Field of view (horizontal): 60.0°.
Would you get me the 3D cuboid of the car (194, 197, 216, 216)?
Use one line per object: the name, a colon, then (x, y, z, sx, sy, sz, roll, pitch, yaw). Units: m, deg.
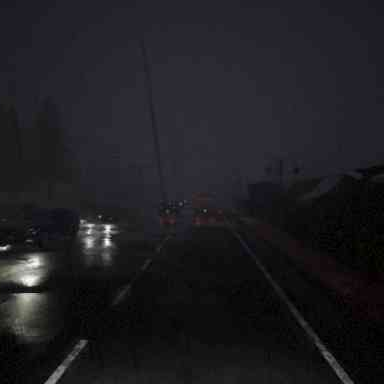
car: (1.319, 1.508, 32.988, 1.812, 1.442, 4.674, 0, 0, 2)

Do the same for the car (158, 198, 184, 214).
car: (-2.209, 1.554, 33.836, 1.895, 1.301, 4.718, 0, 0, 3)

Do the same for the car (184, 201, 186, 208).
car: (-1.895, 1.495, 43.411, 2.033, 1.411, 5.357, 0, 0, 2)

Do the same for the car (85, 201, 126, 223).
car: (-6.213, 1.491, 24.574, 1.994, 1.385, 4.181, 0, 0, 1)

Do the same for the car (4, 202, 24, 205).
car: (-9.936, 1.379, 18.682, 1.882, 1.535, 5.008, 0, 0, 2)

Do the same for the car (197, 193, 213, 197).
car: (1.891, 1.191, 47.964, 2.150, 2.045, 5.566, 0, -1, 3)

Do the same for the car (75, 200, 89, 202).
car: (-9.522, 1.443, 29.209, 2.033, 1.411, 5.357, 0, 0, 2)

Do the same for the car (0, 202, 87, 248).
car: (-6.587, 1.410, 14.717, 1.882, 1.535, 5.008, 0, 0, 2)
